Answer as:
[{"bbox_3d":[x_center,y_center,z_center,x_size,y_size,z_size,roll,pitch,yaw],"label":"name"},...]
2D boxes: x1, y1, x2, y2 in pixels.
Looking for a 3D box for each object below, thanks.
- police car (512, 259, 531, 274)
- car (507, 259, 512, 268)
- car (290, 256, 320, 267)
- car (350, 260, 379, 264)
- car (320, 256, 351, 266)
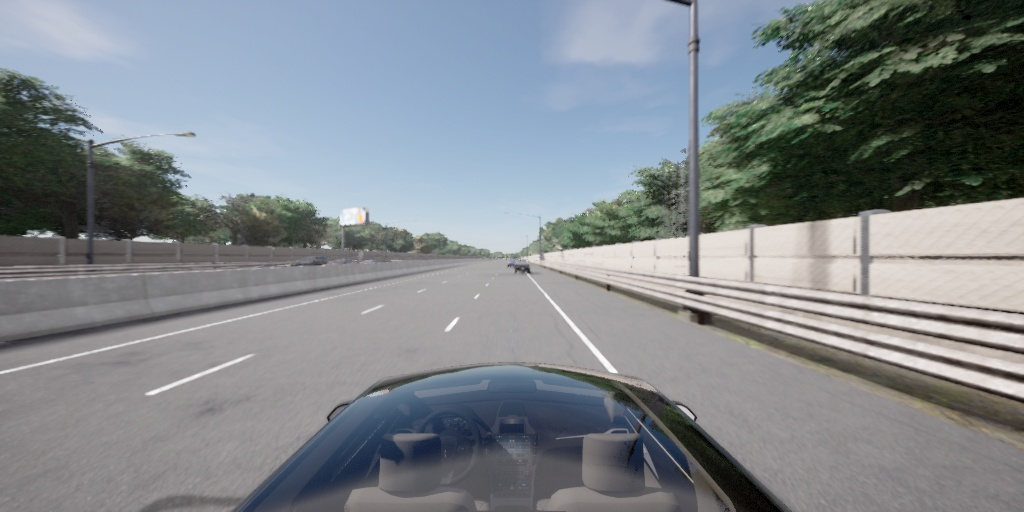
[{"bbox_3d":[1.242,1.244,43.623,1.930,1.638,5.238,0,0,0],"label":"police car"},{"bbox_3d":[0.031,1.492,64.259,1.895,1.301,4.718,0,0,0],"label":"car"},{"bbox_3d":[-24.527,1.037,43.853,2.150,2.045,5.566,0,0,1],"label":"car"},{"bbox_3d":[-17.531,1.299,44.126,1.882,1.535,5.008,0,0,1],"label":"car"},{"bbox_3d":[-21.032,1.173,44.036,2.097,1.767,4.553,0,0,1],"label":"car"}]
